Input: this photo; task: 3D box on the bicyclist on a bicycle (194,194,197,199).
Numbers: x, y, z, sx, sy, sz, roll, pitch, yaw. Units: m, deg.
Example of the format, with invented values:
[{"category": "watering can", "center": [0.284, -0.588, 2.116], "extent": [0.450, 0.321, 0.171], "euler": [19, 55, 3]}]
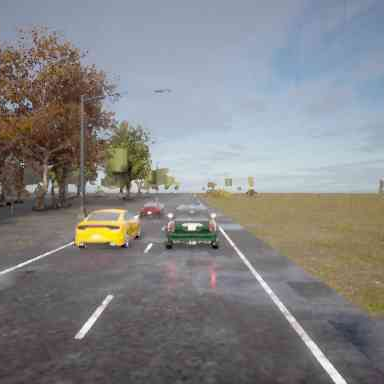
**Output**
[{"category": "bicyclist on a bicycle", "center": [0.953, 1.444, 95.485], "extent": [0.866, 1.612, 1.509], "euler": [0, 0, 0]}]

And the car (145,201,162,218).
[{"category": "car", "center": [-3.500, 1.538, 29.651], "extent": [1.812, 1.442, 4.674], "euler": [0, 0, 0]}]

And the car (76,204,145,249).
[{"category": "car", "center": [-3.500, 1.487, 14.651], "extent": [1.882, 1.535, 5.008], "euler": [0, 0, 0]}]

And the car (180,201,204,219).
[{"category": "car", "center": [0.000, 1.578, 29.651], "extent": [1.994, 1.385, 4.181], "euler": [0, 0, 0]}]

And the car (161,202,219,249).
[{"category": "car", "center": [0.000, 1.368, 14.621], "extent": [2.097, 1.767, 4.553], "euler": [0, 0, 0]}]
